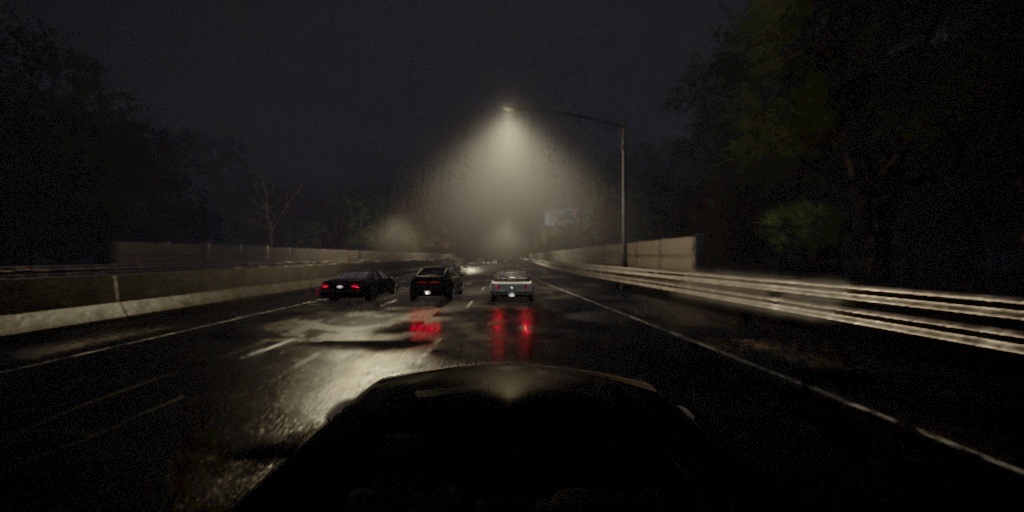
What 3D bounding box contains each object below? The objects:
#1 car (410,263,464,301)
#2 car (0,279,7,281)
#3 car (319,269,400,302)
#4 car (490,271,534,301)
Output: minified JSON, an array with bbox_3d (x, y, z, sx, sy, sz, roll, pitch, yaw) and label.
[{"bbox_3d":[-3.506,1.262,17.253,1.837,1.490,4.892,0,0,0],"label":"car"},{"bbox_3d":[-17.504,1.396,11.051,1.895,1.301,4.718,0,0,0],"label":"car"},{"bbox_3d":[-7.008,1.303,17.103,2.033,1.411,5.357,0,0,0],"label":"car"},{"bbox_3d":[-0.006,1.357,17.386,1.895,1.301,4.718,0,0,0],"label":"car"}]
